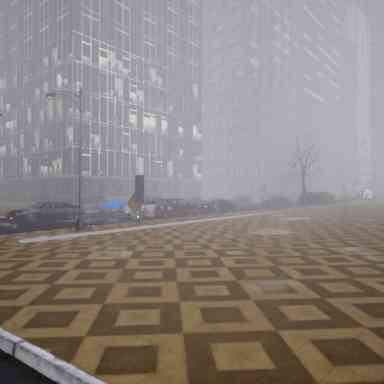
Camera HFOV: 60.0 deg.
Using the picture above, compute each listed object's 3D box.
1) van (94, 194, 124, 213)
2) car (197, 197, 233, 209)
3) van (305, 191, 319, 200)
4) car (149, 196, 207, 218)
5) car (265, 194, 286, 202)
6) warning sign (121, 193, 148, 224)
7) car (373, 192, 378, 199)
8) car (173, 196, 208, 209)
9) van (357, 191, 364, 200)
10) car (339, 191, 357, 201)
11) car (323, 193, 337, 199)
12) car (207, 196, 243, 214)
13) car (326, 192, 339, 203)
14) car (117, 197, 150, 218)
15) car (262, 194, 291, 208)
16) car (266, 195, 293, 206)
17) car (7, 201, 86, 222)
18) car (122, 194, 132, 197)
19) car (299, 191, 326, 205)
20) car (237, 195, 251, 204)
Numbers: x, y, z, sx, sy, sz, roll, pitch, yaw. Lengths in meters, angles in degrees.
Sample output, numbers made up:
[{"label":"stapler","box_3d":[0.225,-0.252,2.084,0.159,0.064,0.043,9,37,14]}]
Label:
[{"label":"van","box_3d":[-7.603,1.106,32.725,1.690,1.788,3.998,1,1,41]},{"label":"car","box_3d":[2.845,1.273,40.736,1.895,1.301,4.718,0,1,41]},{"label":"van","box_3d":[25.821,0.695,71.507,1.690,1.788,3.998,1,1,41]},{"label":"car","box_3d":[-1.070,1.240,27.097,1.967,1.590,4.097,1,1,41]},{"label":"car","box_3d":[14.709,1.056,58.556,1.947,1.339,4.313,1,1,41]},{"label":"warning sign","box_3d":[-3.582,0.977,20.725,1.300,1.860,1.060,0,0,41]},{"label":"car","box_3d":[39.575,0.848,74.675,2.008,1.369,4.403,1,1,41]},{"label":"car","box_3d":[-0.112,1.218,41.290,1.887,1.381,4.507,1,1,41]},{"label":"van","box_3d":[35.873,0.683,70.354,1.690,1.788,3.998,1,1,41]},{"label":"car","box_3d":[28.575,0.957,61.849,1.752,1.417,4.829,1,1,41]},{"label":"car","box_3d":[33.227,0.829,80.147,1.947,1.339,4.313,1,1,41]},{"label":"car","box_3d":[2.590,1.320,31.453,1.947,1.339,4.313,1,1,41]},{"label":"car","box_3d":[21.058,0.840,53.081,2.192,1.841,5.009,1,1,41]},{"label":"car","box_3d":[-3.659,1.321,28.256,1.812,1.442,4.674,0,1,41]},{"label":"car","box_3d":[9.947,1.244,40.131,1.802,1.307,4.206,1,1,41]},{"label":"car","box_3d":[12.390,1.161,47.022,1.994,1.385,4.181,0,1,41]},{"label":"car","box_3d":[-10.733,1.388,24.923,2.033,1.411,5.357,0,1,41]},{"label":"car","box_3d":[-4.071,1.235,32.689,1.882,1.535,5.008,0,1,41]},{"label":"car","box_3d":[17.355,0.885,48.764,2.192,1.841,5.009,1,1,41]},{"label":"car","box_3d":[7.301,1.148,49.919,1.947,1.339,4.313,1,1,41]}]
